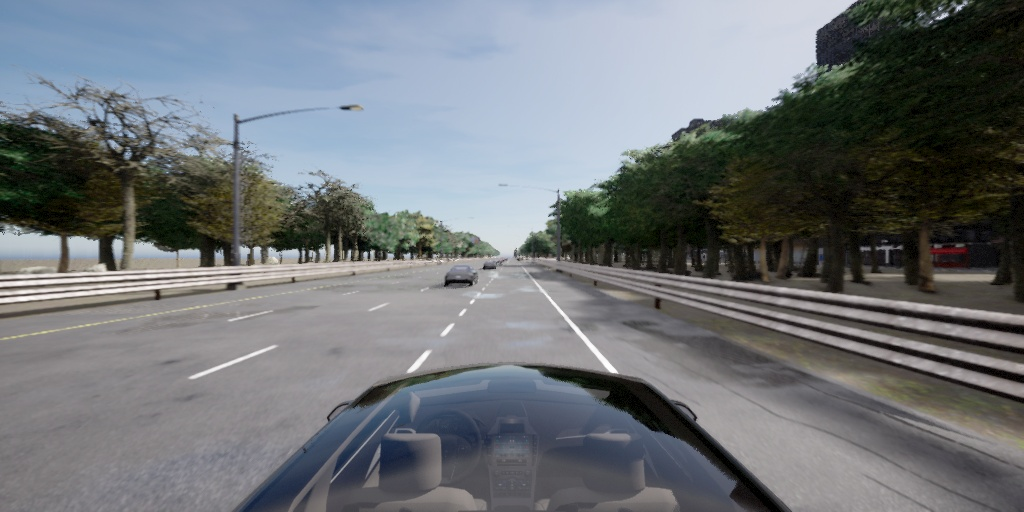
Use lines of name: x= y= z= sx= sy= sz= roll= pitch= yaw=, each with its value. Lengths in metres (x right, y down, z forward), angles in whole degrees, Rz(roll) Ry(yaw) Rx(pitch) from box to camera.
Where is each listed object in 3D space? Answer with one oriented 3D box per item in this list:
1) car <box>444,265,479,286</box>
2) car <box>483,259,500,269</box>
car: x=-3.467 y=1.322 z=25.145 sx=1.994 sy=1.385 sz=4.181 roll=0 pitch=0 yaw=0
car: x=-3.357 y=1.333 z=55.306 sx=1.994 sy=1.385 sz=4.181 roll=0 pitch=0 yaw=0
